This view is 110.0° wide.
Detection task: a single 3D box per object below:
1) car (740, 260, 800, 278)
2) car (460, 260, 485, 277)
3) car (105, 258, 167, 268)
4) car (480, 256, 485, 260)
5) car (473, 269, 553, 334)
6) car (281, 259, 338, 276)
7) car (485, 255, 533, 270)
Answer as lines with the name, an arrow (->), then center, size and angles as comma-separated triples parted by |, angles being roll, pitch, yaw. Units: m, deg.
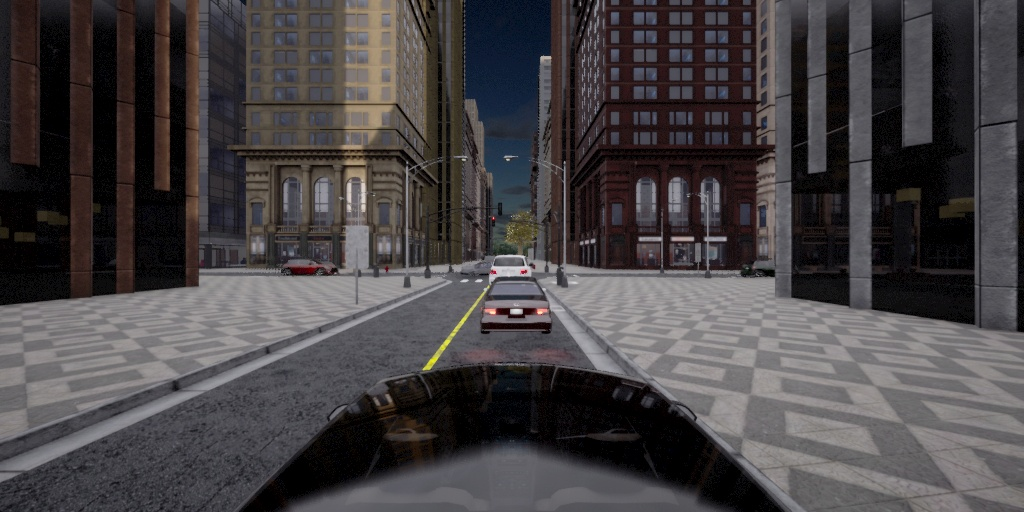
car -> 23.971, 1.172, 33.320 | 4.553, 1.767, 2.097 | 0, 0, 0
car -> -2.064, 1.297, 33.314 | 5.357, 1.411, 2.033 | 0, 0, 0
car -> -34.784, 0.997, 33.319 | 4.553, 1.767, 2.097 | 0, 0, 0
car -> -3.129, 0.969, 49.456 | 2.150, 2.045, 5.566 | 0, 0, -1
car -> 0.091, 1.297, 10.581 | 2.033, 1.411, 5.357 | 0, 0, 0
car -> -18.665, 1.039, 33.314 | 4.553, 1.767, 2.097 | 0, 0, 0
car -> 0.017, 0.971, 20.826 | 2.150, 2.045, 5.566 | 0, 0, 4
